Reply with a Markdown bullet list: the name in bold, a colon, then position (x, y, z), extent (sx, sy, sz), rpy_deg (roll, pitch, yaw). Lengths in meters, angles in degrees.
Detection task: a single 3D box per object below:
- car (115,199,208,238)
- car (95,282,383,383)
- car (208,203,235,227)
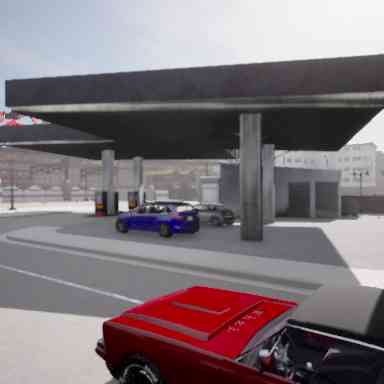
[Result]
- **car**: position (-1.868, 1.323, 17.131), extent (4.611, 1.667, 2.242), rpy_deg (0, 0, 36)
- **car**: position (1.259, 1.602, 3.094), extent (4.718, 1.301, 1.895), rpy_deg (0, 0, 36)
- **car**: position (0.850, 1.486, 22.250), extent (3.806, 1.475, 1.970), rpy_deg (0, 0, 36)
